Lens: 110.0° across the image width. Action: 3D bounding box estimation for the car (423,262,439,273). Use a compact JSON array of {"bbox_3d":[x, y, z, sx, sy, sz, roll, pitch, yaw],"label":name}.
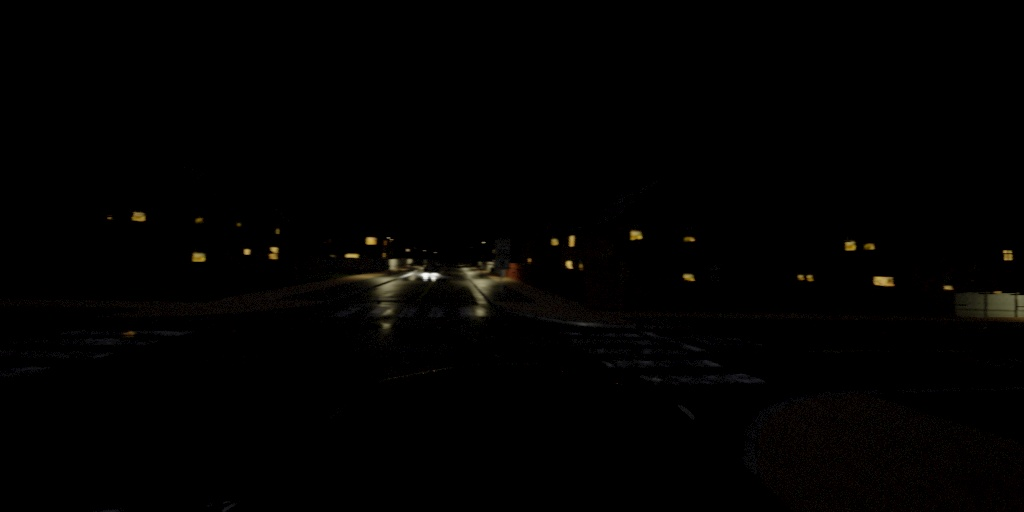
[{"bbox_3d":[-11.263,1.555,49.978,2.128,1.511,4.902,2,-1,-9],"label":"car"}]
